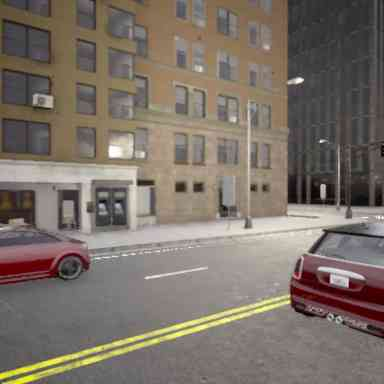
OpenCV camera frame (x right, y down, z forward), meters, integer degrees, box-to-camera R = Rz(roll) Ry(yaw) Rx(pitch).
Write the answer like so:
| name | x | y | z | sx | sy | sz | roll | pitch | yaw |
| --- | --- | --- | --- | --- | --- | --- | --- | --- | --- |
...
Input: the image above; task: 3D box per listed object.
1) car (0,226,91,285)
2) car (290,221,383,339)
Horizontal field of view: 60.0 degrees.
| name | x | y | z | sx | sy | sz | roll | pitch | yaw |
| --- | --- | --- | --- | --- | --- | --- | --- | --- | --- |
| car | -4.729 | 1.565 | 8.292 | 4.181 | 1.385 | 1.994 | 0 | 0 | -35 |
| car | 3.955 | 1.358 | 6.258 | 4.553 | 1.767 | 2.097 | 0 | 0 | -36 |
